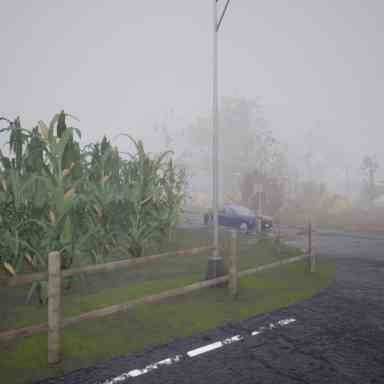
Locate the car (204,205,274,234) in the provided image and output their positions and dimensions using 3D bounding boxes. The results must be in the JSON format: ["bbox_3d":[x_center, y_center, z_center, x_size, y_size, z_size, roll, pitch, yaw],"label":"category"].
[{"bbox_3d":[2.723,1.591,20.370,1.882,1.535,5.008,0,0,-34],"label":"car"}]
